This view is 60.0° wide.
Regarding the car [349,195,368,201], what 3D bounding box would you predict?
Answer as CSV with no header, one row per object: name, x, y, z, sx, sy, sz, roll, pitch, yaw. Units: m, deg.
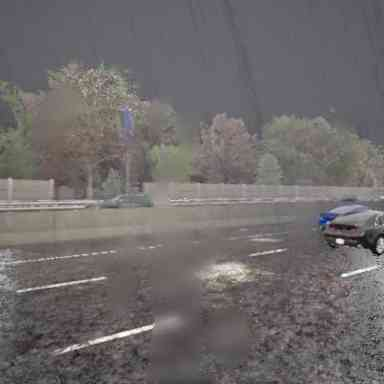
car,28.502,1.593,54.340,5.357,1.411,2.033,0,0,-35

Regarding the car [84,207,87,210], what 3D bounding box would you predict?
car,-8.342,1.558,32.437,4.181,1.385,1.994,0,0,-35

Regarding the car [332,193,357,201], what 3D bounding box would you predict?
car,26.320,1.265,57.081,5.566,2.045,2.150,0,0,-35

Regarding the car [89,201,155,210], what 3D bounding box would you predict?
car,-4.384,1.559,22.362,4.181,1.385,1.994,0,0,-35

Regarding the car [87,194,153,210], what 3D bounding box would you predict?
car,-6.025,1.215,29.791,5.566,2.045,2.150,0,0,-35

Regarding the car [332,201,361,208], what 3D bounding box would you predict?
car,9.292,1.473,18.979,5.008,1.535,1.882,0,0,-36

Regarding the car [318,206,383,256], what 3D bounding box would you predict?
car,7.219,1.501,13.199,4.892,1.490,1.837,0,0,-36

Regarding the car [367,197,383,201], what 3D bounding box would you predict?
car,29.242,1.643,50.585,4.718,1.301,1.895,0,0,-35
